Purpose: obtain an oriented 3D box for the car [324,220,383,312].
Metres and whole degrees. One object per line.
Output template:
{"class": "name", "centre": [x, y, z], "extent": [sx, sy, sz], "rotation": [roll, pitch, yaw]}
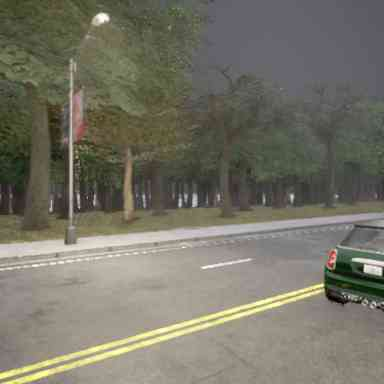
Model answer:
{"class": "car", "centre": [4.773, 1.321, 6.829], "extent": [4.553, 1.767, 2.097], "rotation": [0, 0, -35]}
